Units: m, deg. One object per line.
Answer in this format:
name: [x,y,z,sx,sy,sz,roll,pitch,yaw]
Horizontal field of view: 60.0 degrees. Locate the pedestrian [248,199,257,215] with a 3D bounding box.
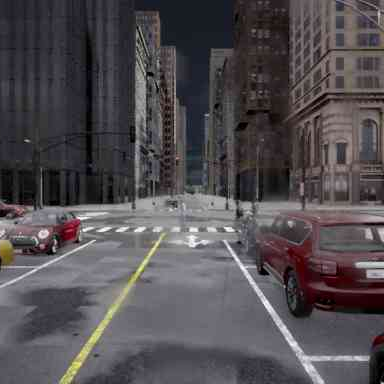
pedestrian: [3.540,1.292,19.072,0.375,1.860,0.375,0,0,0]

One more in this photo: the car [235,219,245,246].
car: [2.758,1.550,12.991,2.008,1.369,4.403,0,0,0]

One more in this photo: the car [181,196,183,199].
car: [-2.936,1.354,58.389,2.097,1.767,4.553,0,0,0]

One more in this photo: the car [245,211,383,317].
car: [2.758,1.314,7.389,2.192,1.841,5.009,0,0,0]

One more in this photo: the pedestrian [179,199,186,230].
pedestrian: [-0.533,1.300,19.670,0.375,1.860,0.375,0,0,0]

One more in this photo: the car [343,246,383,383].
car: [2.759,1.440,1.787,1.967,1.590,4.097,0,0,0]

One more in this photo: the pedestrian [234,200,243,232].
pedestrian: [2.644,1.292,18.470,0.375,1.860,0.375,0,0,0]

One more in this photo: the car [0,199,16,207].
car: [-16.340,1.398,28.385,4.553,1.767,2.097,0,0,0]

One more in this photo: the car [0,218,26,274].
car: [-5.767,1.524,7.217,1.752,1.417,4.829,0,0,0]

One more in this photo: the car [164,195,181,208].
car: [-2.983,1.547,48.265,2.033,1.411,5.357,0,0,-1]

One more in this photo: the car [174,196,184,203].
car: [-2.841,1.600,71.738,1.895,1.301,4.718,0,0,0]

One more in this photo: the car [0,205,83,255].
car: [-5.768,1.439,12.989,1.967,1.590,4.097,0,0,0]
